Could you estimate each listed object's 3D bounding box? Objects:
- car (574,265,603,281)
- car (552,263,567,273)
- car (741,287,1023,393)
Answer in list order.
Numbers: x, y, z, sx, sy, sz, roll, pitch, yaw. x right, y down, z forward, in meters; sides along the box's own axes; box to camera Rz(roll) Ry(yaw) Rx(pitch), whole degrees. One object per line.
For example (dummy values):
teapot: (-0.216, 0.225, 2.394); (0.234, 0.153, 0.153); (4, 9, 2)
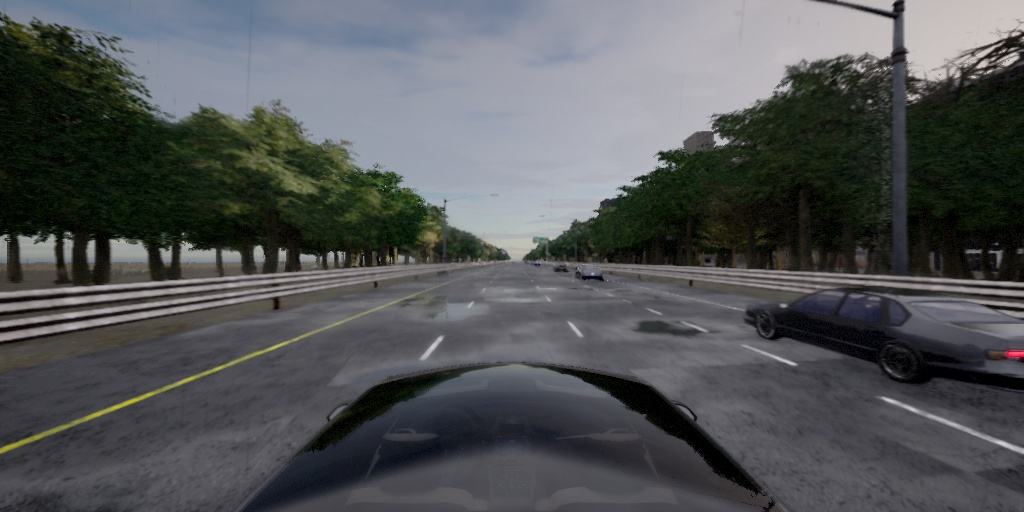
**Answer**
car: (7.039, 1.541, 33.192); (1.994, 1.385, 4.181); (0, -1, 0)
car: (7.121, 1.730, 53.644); (1.837, 1.490, 4.892); (0, -1, 0)
car: (6.998, 1.320, 7.011); (2.033, 1.411, 5.357); (0, 0, 0)
